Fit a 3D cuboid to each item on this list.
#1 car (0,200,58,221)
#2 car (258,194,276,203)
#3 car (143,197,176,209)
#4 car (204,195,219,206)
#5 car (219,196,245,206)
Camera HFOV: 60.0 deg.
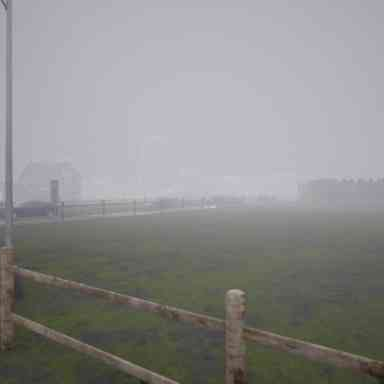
[{"bbox_3d":[-13.402,1.416,26.929,1.882,1.535,5.008,-1,0,35],"label":"car"},{"bbox_3d":[13.892,1.063,61.420,2.097,1.767,4.553,-1,0,36],"label":"car"},{"bbox_3d":[-3.959,1.360,40.649,2.128,1.511,4.902,-1,0,35],"label":"car"},{"bbox_3d":[3.701,1.310,51.694,1.837,1.490,4.892,-1,0,35],"label":"car"},{"bbox_3d":[6.437,1.340,50.566,1.994,1.385,4.181,-1,0,34],"label":"car"}]
